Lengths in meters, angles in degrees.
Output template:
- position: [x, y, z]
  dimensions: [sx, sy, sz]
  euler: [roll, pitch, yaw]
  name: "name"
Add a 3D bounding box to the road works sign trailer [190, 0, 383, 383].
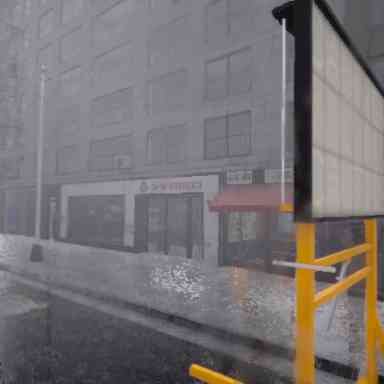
- position: [1.132, 0.621, 2.797]
  dimensions: [2.880, 3.560, 2.380]
  euler: [-1, -3, 39]
  name: "road works sign trailer"
